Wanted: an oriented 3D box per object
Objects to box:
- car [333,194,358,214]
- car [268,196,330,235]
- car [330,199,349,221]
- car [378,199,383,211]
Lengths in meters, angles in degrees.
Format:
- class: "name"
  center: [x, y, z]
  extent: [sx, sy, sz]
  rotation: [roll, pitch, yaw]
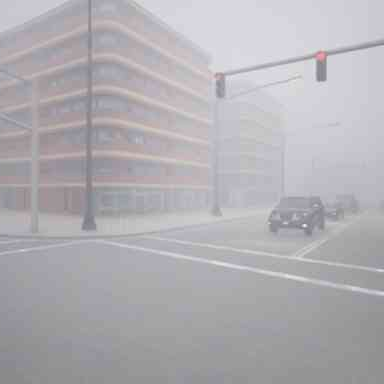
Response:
- class: "car"
  center: [17.103, 1.263, 36.959]
  extent: [2.150, 2.045, 5.566]
  rotation: [0, 0, 32]
- class: "car"
  center: [6.231, 1.241, 19.380]
  extent: [2.150, 2.045, 5.566]
  rotation: [0, 0, 32]
- class: "car"
  center: [11.671, 1.578, 28.194]
  extent: [2.033, 1.411, 5.357]
  rotation: [0, 0, 31]
- class: "car"
  center: [24.663, 1.616, 42.148]
  extent: [2.033, 1.411, 5.357]
  rotation: [0, 0, 31]
